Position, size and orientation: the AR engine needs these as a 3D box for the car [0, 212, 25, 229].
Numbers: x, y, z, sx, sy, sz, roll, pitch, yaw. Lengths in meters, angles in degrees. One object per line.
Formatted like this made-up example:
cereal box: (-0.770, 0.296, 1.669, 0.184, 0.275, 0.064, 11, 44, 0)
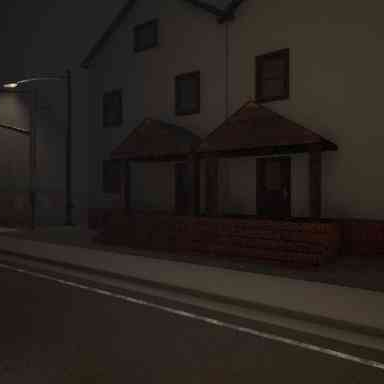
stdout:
car: (-16.770, 2.293, 27.944, 1.895, 1.301, 4.718, 0, -8, 36)
